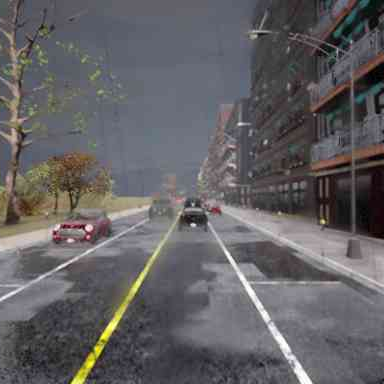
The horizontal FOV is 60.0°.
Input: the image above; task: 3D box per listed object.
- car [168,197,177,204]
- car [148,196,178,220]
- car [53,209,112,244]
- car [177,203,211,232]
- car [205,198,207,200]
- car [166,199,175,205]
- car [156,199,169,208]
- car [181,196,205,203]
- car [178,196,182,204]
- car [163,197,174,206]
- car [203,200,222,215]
[{"bbox_3d":[-5.369,2.323,94.064,2.192,1.841,5.009,1,-1,0],"label":"car"},{"bbox_3d":[-2.869,1.569,32.363,2.150,2.045,5.566,0,-1,0],"label":"car"},{"bbox_3d":[-5.316,1.619,16.559,1.967,1.590,4.097,1,-1,0],"label":"car"},{"bbox_3d":[0.085,1.743,22.178,1.837,1.490,4.892,0,-1,0],"label":"car"},{"bbox_3d":[2.540,2.088,50.102,2.008,1.369,4.403,1,-1,0],"label":"car"},{"bbox_3d":[-5.364,2.440,82.989,2.008,1.369,4.403,1,-1,0],"label":"car"},{"bbox_3d":[-5.347,2.092,60.846,1.967,1.590,4.097,1,-1,0],"label":"car"},{"bbox_3d":[0.078,1.657,40.701,2.150,2.045,5.566,0,-1,-1],"label":"car"},{"bbox_3d":[-2.801,1.934,73.483,2.150,2.045,5.566,0,-1,0],"label":"car"},{"bbox_3d":[-5.357,2.145,77.456,2.192,1.841,5.009,1,-1,0],"label":"car"},{"bbox_3d":[2.547,2.000,39.013,1.802,1.307,4.206,1,-1,0],"label":"car"}]
